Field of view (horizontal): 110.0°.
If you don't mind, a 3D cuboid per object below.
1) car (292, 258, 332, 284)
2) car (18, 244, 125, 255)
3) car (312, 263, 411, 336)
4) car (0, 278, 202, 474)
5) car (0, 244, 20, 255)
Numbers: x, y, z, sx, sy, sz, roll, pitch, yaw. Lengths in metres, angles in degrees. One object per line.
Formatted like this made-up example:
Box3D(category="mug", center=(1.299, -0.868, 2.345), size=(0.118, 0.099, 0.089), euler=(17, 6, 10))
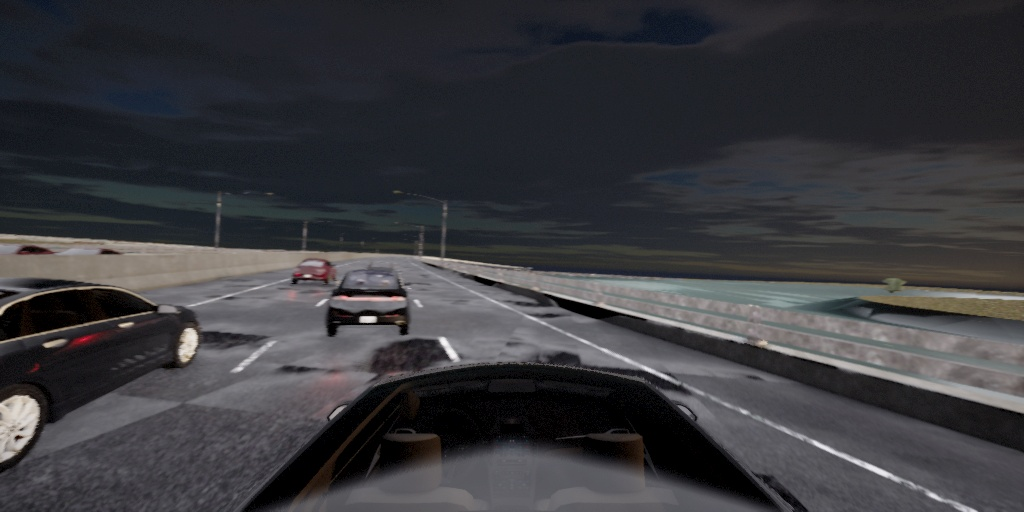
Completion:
Box3D(category="car", center=(-11.496, 0.861, 21.066), size=(1.812, 1.442, 4.674), euler=(3, -1, -19))
Box3D(category="car", center=(-21.942, 0.285, 18.572), size=(1.812, 1.442, 4.674), euler=(3, -1, -19))
Box3D(category="car", center=(-3.853, 1.120, 9.908), size=(2.128, 1.511, 4.902), euler=(3, -1, -20))
Box3D(category="car", center=(-5.450, 0.989, 3.975), size=(1.837, 1.490, 4.892), euler=(3, 0, -20))
Box3D(category="car", center=(-25.525, 0.093, 18.234), size=(1.812, 1.442, 4.674), euler=(3, -1, -19))
